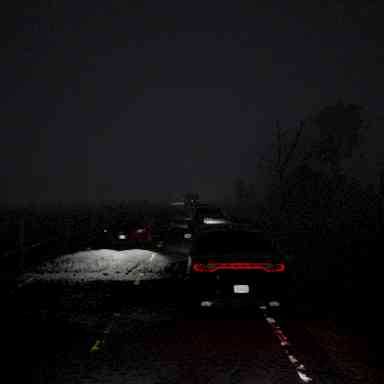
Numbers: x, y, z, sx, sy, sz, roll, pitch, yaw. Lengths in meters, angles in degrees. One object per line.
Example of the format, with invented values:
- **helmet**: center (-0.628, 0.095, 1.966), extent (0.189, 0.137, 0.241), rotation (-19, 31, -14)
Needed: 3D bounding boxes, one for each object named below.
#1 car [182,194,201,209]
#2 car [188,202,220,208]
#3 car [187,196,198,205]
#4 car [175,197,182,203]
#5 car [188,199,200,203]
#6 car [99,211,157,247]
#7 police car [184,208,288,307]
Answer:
- **car**: center (0.078, 1.251, 45.961), extent (2.150, 2.045, 5.566), rotation (0, 0, 1)
- **car**: center (0.841, 1.508, 18.068), extent (1.837, 1.490, 4.892), rotation (0, 0, 0)
- **car**: center (0.054, 1.534, 60.575), extent (1.882, 1.535, 5.008), rotation (0, 0, 0)
- **car**: center (-2.688, 1.681, 71.216), extent (1.895, 1.301, 4.718), rotation (0, 0, 0)
- **car**: center (0.847, 1.511, 24.068), extent (1.837, 1.490, 4.892), rotation (0, 0, 0)
- **car**: center (-2.735, 1.566, 14.995), extent (1.994, 1.385, 4.181), rotation (0, 0, 0)
- **police car**: center (0.833, 1.426, 8.178), extent (1.930, 1.638, 5.238), rotation (0, 0, 0)
